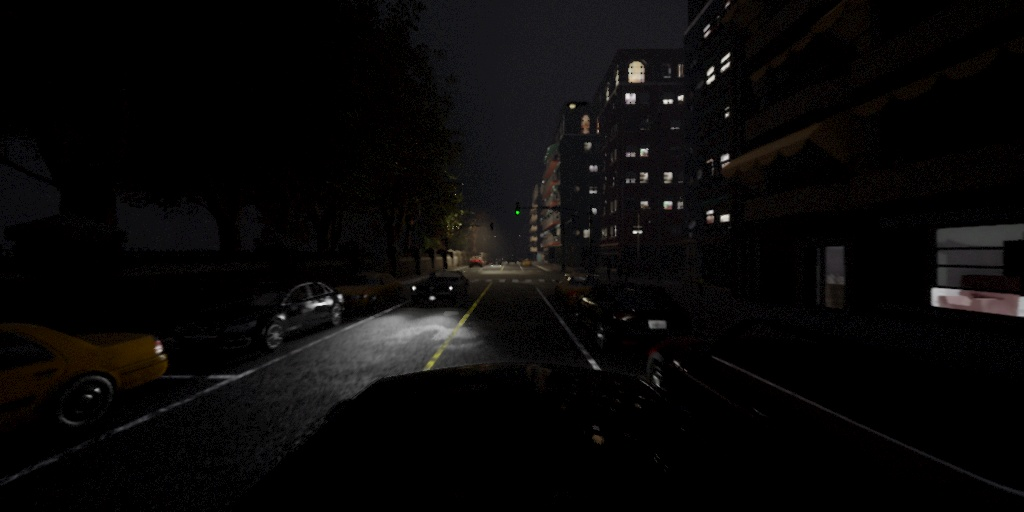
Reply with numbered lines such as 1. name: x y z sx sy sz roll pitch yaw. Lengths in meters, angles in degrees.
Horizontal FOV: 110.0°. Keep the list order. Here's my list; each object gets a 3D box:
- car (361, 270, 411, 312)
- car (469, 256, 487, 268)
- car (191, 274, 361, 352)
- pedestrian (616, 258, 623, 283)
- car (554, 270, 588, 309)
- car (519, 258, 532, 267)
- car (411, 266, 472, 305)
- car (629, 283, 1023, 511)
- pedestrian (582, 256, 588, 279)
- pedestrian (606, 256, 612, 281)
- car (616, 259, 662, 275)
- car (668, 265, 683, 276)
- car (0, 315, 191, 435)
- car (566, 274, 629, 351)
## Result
1. car: -5.686 1.248 14.174 1.751 1.417 4.829 0 0 0
2. car: -5.676 0.957 57.910 2.192 1.841 5.009 0 0 0
3. car: -5.687 1.285 8.713 2.007 1.370 4.403 0 0 0
4. pedestrian: 8.142 1.067 27.125 0.375 1.860 0.375 0 0 0
5. car: 2.694 1.247 14.513 1.751 1.417 4.829 0 0 0
6. car: 2.706 1.160 63.613 1.751 1.417 4.829 0 0 0
7. car: -3.072 1.320 16.018 1.895 1.301 4.718 0 0 0
8. car: 2.692 1.186 3.081 1.967 1.591 4.097 0 0 0
9. pedestrian: 5.765 0.839 27.724 0.375 1.860 0.375 0 0 0
10. pedestrian: 7.142 0.913 26.525 0.375 1.860 0.375 0 0 0
11. car: 14.608 1.256 41.320 5.009 1.841 2.192 0 0 0
12. car: 20.303 1.588 41.337 4.507 1.381 1.888 0 0 0
13. car: -5.689 1.273 2.913 1.751 1.417 4.829 0 0 0
14. car: 2.694 1.299 8.712 1.948 1.339 4.313 0 0 0
